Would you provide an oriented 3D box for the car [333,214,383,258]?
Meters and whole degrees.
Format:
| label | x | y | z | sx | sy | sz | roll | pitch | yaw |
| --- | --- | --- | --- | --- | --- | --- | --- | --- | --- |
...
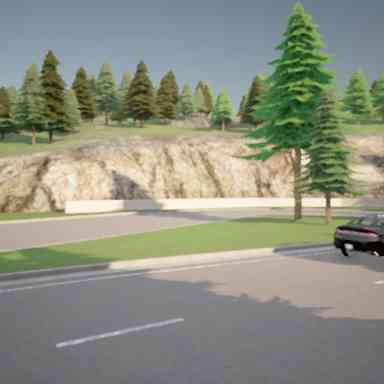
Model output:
| label | x | y | z | sx | sy | sz | roll | pitch | yaw |
| --- | --- | --- | --- | --- | --- | --- | --- | --- | --- |
| car | 7.062 | 1.499 | 11.385 | 4.902 | 1.511 | 2.128 | 0 | 0 | -26 |
